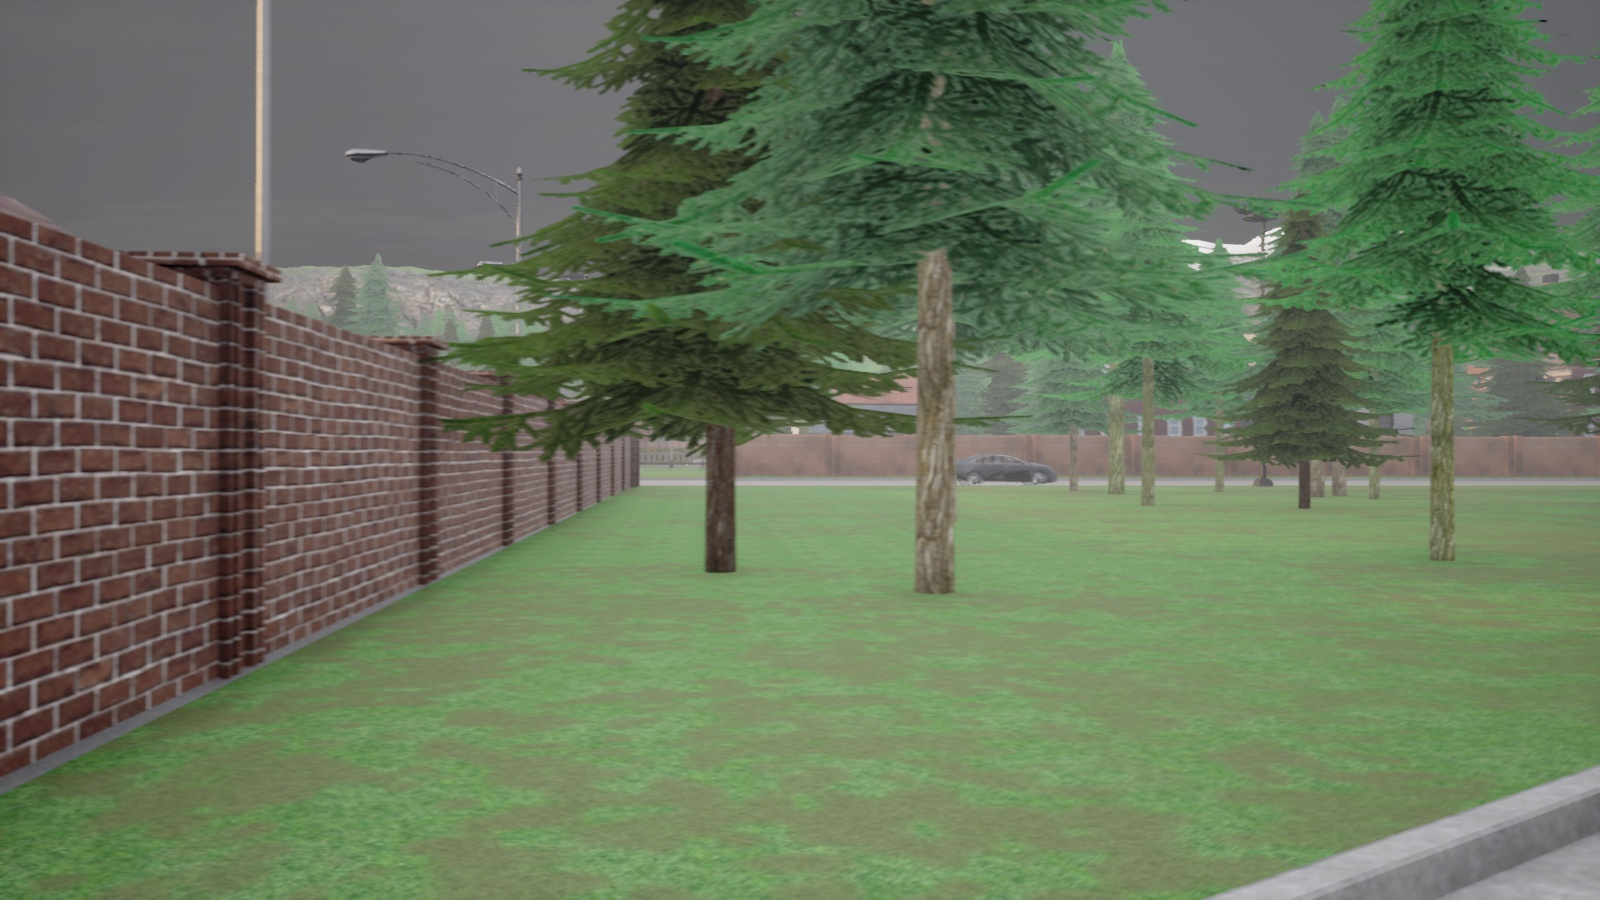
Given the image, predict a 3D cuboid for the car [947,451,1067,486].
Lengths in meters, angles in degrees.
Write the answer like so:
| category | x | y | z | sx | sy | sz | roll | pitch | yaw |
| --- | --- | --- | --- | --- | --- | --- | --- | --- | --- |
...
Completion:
| category | x | y | z | sx | sy | sz | roll | pitch | yaw |
| --- | --- | --- | --- | --- | --- | --- | --- | --- | --- |
| car | 9.161 | 0.828 | 55.832 | 4.902 | 1.511 | 2.128 | 0 | 0 | -5 |
